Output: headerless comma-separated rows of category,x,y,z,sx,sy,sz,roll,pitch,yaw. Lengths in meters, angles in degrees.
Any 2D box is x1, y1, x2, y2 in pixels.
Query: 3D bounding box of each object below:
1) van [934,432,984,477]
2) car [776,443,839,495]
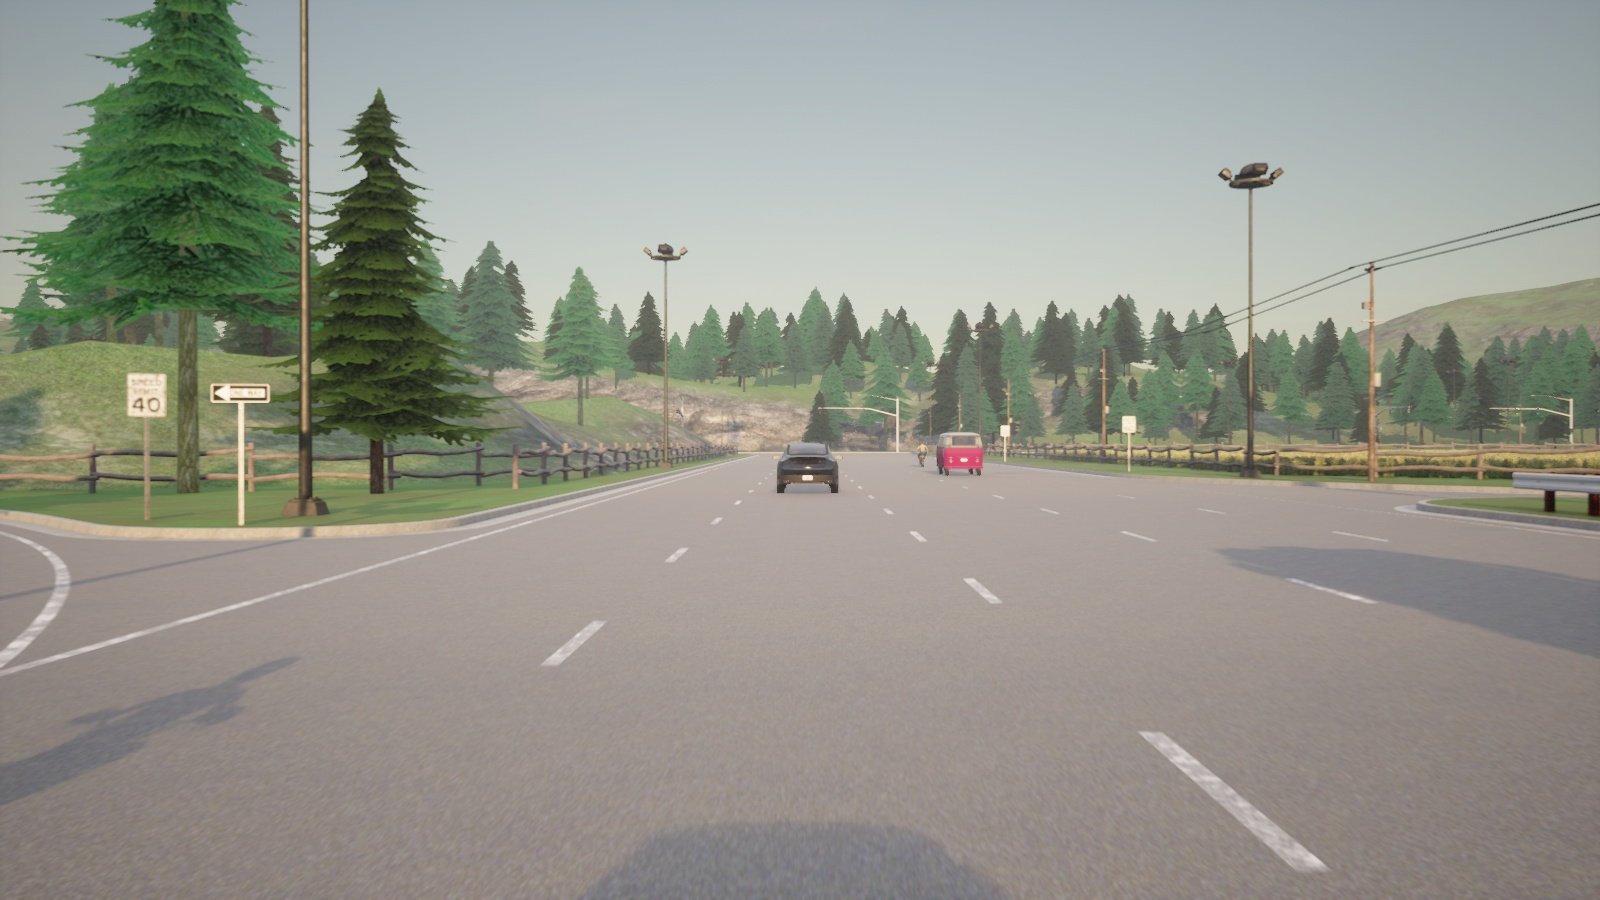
van,7.344,0.178,58.201,1.775,1.987,4.442,0,0,0
car,0.234,0.534,38.805,1.837,1.490,4.892,0,1,0
